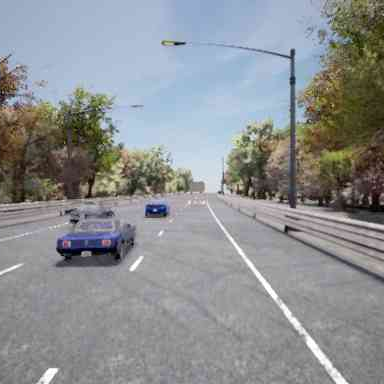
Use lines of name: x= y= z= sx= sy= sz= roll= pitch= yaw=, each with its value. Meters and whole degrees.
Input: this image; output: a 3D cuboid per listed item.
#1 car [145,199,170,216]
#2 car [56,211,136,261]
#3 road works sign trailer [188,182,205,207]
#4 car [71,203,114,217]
car: x=-3.107 y=1.382 z=30.733 sx=1.882 sy=1.535 sz=5.008 roll=0 pitch=0 yaw=1
car: x=-3.251 y=1.599 z=12.343 sx=1.895 sy=1.301 sz=4.718 roll=-1 pitch=0 yaw=-1
road works sign trailer: x=0.688 y=0.300 z=48.393 sx=2.380 sy=3.560 sz=2.880 roll=0 pitch=0 yaw=2
car: x=-6.705 y=1.489 z=22.906 sx=2.033 sy=1.411 sz=5.357 roll=0 pitch=0 yaw=0
